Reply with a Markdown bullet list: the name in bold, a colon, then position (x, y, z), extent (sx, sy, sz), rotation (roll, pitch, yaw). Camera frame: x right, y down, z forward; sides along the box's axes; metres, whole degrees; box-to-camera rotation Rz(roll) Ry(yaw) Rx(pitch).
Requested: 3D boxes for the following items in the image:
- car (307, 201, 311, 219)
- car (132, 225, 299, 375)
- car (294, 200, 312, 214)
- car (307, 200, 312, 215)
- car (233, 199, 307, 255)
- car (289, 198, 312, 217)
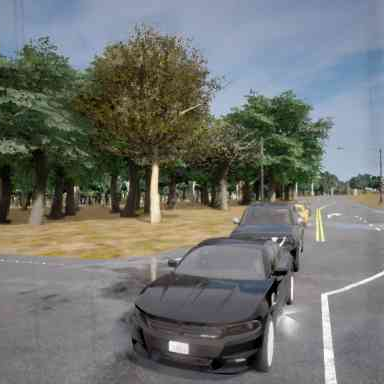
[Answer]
- **car**: position (7.303, 1.662, 23.963), extent (1.882, 1.535, 5.008), rotation (-1, 0, 21)
- **car**: position (0.761, 1.612, 6.181), extent (1.882, 1.535, 5.008), rotation (-1, -2, 21)
- **car**: position (13.427, 1.746, 40.036), extent (1.812, 1.442, 4.674), rotation (-1, 0, 21)
- **car**: position (9.377, 1.723, 29.461), extent (1.812, 1.442, 4.674), rotation (-1, 0, 21)
- **car**: position (2.897, 1.458, 12.316), extent (2.150, 2.045, 5.566), rotation (-2, 0, 21)
- **car**: position (11.418, 1.561, 34.831), extent (2.097, 1.767, 4.553), rotation (-1, 0, 21)
